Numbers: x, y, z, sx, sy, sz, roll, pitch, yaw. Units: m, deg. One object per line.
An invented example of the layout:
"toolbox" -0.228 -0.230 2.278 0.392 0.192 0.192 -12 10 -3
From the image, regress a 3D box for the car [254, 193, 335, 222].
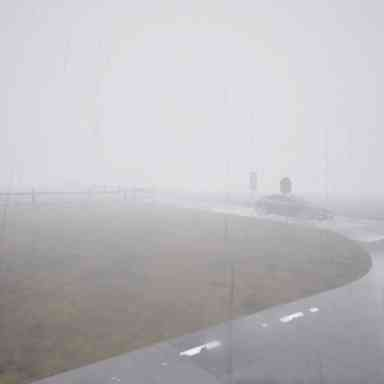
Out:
"car" 5.769 0.859 19.265 1.837 1.490 4.892 1 2 -35

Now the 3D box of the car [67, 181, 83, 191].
"car" -18.774 -1.058 53.946 2.128 1.511 4.902 1 2 -35
